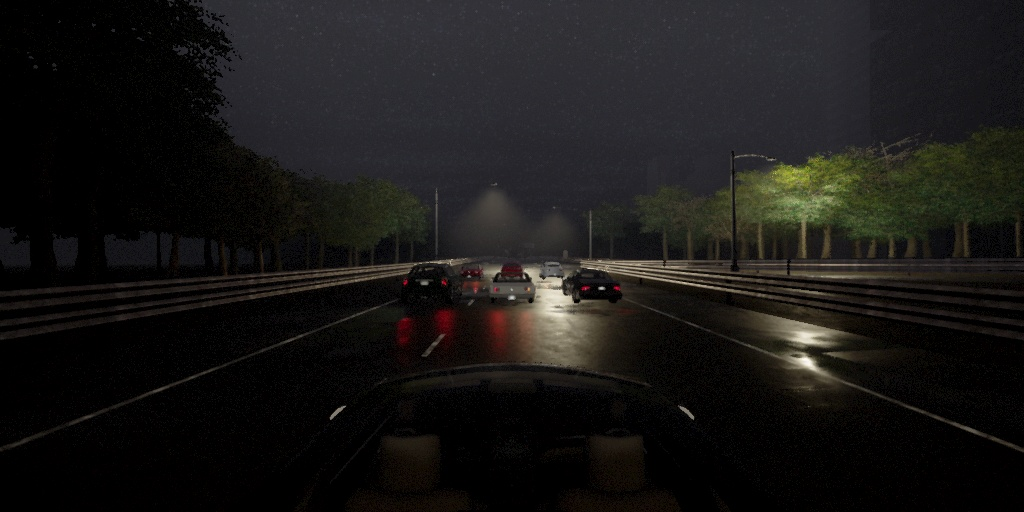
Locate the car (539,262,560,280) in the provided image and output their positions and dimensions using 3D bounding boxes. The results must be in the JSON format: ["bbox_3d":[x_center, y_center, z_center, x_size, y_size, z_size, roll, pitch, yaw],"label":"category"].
[{"bbox_3d":[3.500,1.279,31.499,1.812,1.442,4.674,0,0,0],"label":"car"}]

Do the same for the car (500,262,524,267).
[{"bbox_3d":[0.000,1.231,31.499,1.882,1.535,5.008,0,0,0],"label":"car"}]

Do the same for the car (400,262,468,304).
[{"bbox_3d":[-3.500,1.116,16.470,2.097,1.767,4.553,0,0,0],"label":"car"}]

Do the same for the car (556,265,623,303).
[{"bbox_3d":[3.500,1.313,16.500,2.033,1.411,5.357,0,0,0],"label":"car"}]

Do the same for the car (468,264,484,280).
[{"bbox_3d":[-3.500,1.362,31.530,1.895,1.301,4.718,0,0,0],"label":"car"}]

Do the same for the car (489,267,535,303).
[{"bbox_3d":[0.000,1.366,16.530,1.895,1.301,4.718,0,0,0],"label":"car"}]
